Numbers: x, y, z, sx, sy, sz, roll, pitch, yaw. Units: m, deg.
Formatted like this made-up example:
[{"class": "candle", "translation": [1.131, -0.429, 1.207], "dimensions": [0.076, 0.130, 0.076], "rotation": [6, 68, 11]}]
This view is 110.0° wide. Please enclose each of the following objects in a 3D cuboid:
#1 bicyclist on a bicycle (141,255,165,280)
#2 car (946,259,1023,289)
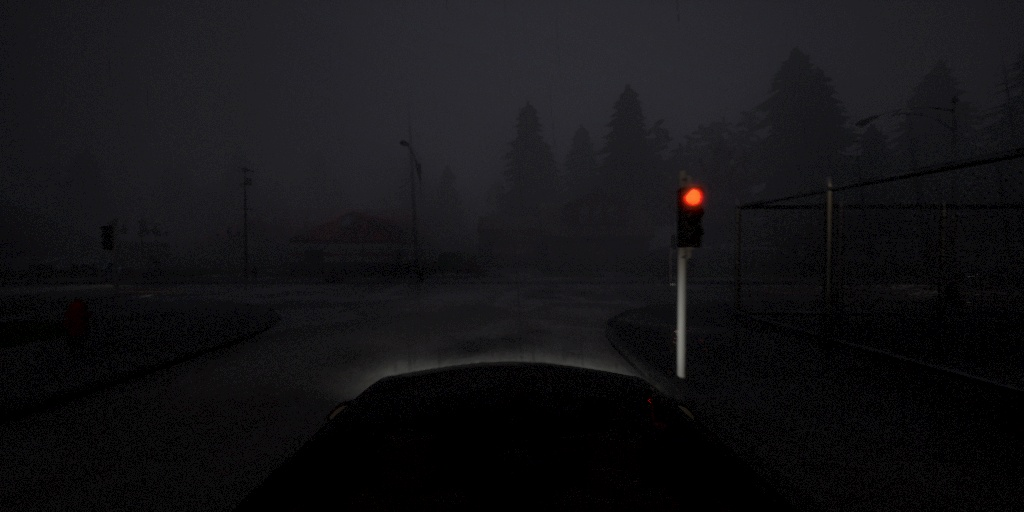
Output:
[{"class": "bicyclist on a bicycle", "translation": [-23.981, 0.759, 23.960], "dimensions": [0.582, 1.620, 1.656], "rotation": [0, 1, 0]}, {"class": "car", "translation": [26.680, 0.953, 19.783], "dimensions": [5.008, 1.535, 1.882], "rotation": [0, 1, 0]}]
